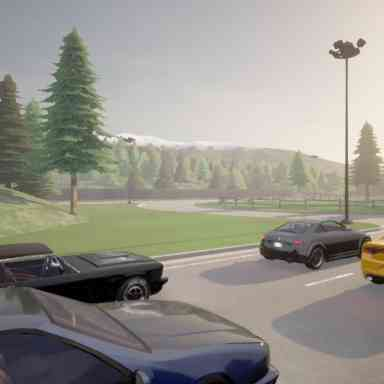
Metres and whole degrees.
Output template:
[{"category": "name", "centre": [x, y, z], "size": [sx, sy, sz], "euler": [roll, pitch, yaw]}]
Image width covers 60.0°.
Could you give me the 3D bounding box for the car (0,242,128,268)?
[{"category": "car", "centre": [-2.818, 1.601, 6.037], "size": [4.718, 1.301, 1.895], "euler": [0, 0, -36]}]

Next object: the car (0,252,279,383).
[{"category": "car", "centre": [-1.726, 1.547, 2.515], "size": [5.357, 1.411, 2.033], "euler": [0, 0, -36]}]

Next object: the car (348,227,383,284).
[{"category": "car", "centre": [6.219, 1.478, 8.289], "size": [5.008, 1.535, 1.882], "euler": [0, 0, -35]}]

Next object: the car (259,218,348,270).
[{"category": "car", "centre": [4.239, 1.564, 11.177], "size": [4.181, 1.385, 1.994], "euler": [0, 0, -35]}]
